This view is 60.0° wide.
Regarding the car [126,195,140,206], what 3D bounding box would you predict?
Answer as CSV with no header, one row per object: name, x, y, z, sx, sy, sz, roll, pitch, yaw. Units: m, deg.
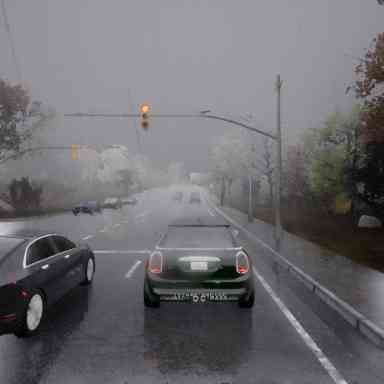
car,-10.164,1.506,54.140,1.994,1.385,4.181,0,1,0

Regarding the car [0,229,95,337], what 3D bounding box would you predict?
car,-3.377,1.505,6.627,1.837,1.490,4.892,0,0,0

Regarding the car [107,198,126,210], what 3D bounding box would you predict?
car,-10.266,1.478,42.953,1.882,1.535,5.008,0,0,0

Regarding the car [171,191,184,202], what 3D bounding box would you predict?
car,-2.984,1.070,64.608,2.033,1.411,5.357,0,3,1

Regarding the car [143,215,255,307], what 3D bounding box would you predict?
car,0.143,1.352,8.127,2.097,1.767,4.553,0,0,0

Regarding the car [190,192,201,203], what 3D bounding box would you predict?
car,0.579,1.271,60.501,2.033,1.411,5.357,0,2,1

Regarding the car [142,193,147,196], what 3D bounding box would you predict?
car,-9.943,0.440,69.254,2.033,1.411,5.357,0,3,1

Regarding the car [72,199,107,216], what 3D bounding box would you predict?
car,-10.356,1.601,33.286,1.895,1.301,4.718,0,0,0
